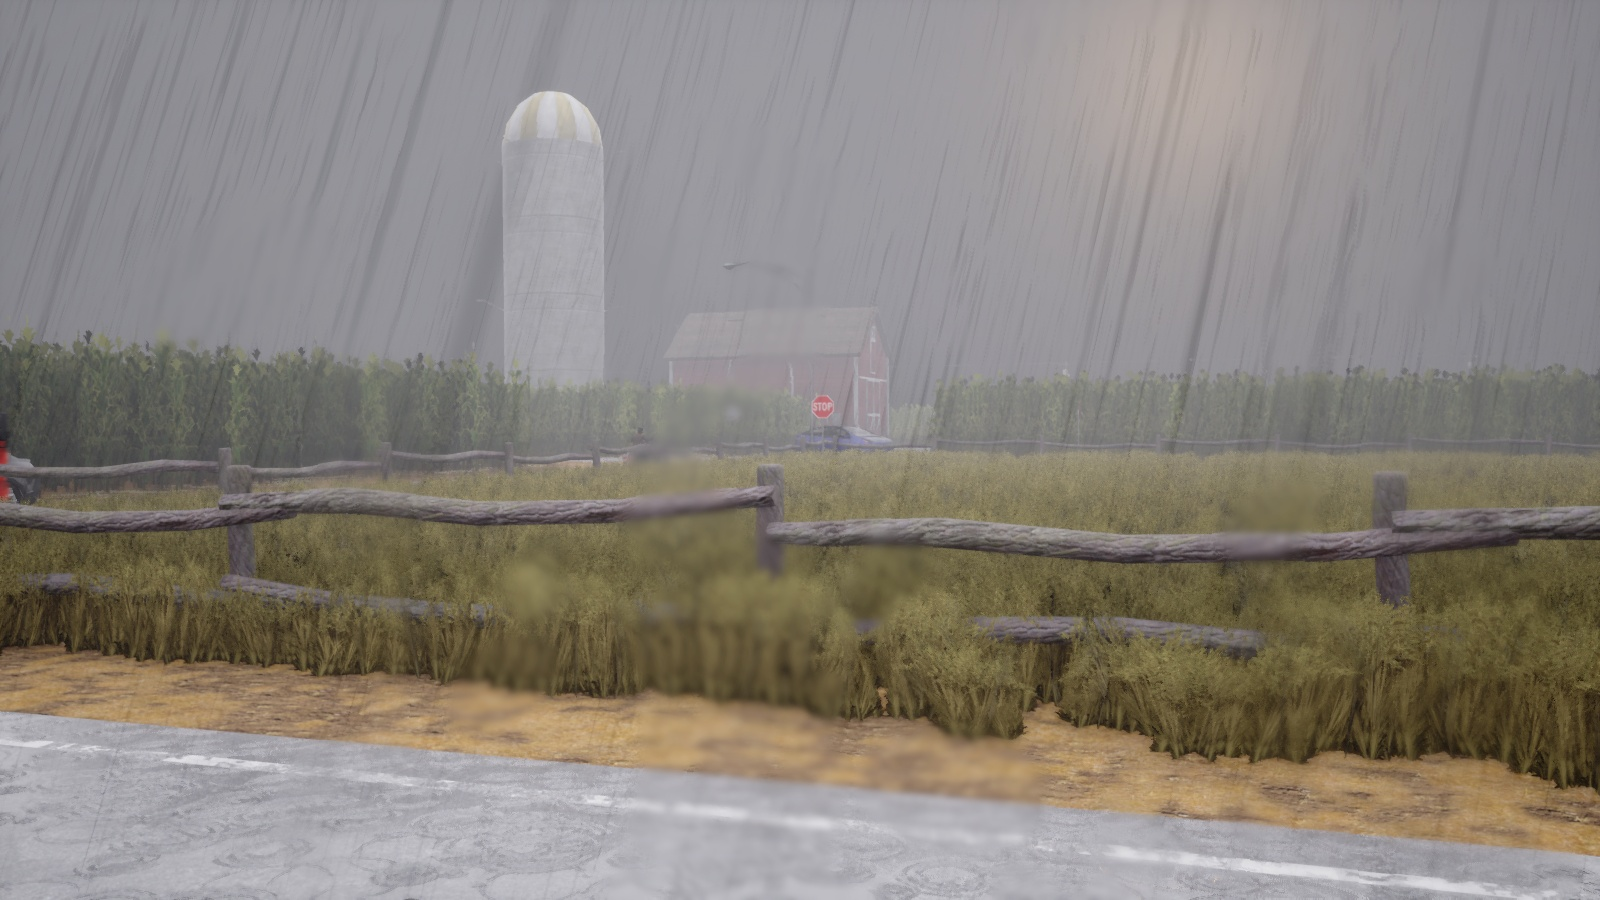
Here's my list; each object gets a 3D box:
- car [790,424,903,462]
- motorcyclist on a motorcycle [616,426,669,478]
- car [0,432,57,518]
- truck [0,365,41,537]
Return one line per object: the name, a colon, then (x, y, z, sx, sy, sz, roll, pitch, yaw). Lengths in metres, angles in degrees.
car: (1.884, -0.288, 52.327, 4.514, 1.525, 2.007, 0, 0, 44)
motorcyclist on a motorcycle: (-5.101, 0.033, 40.960, 0.766, 1.649, 2.350, 1, 1, 19)
car: (-15.187, 0.441, 20.839, 1.837, 1.490, 4.892, 1, 1, 19)
truck: (-13.645, 0.017, 16.950, 2.627, 2.467, 5.204, 1, 1, 29)
